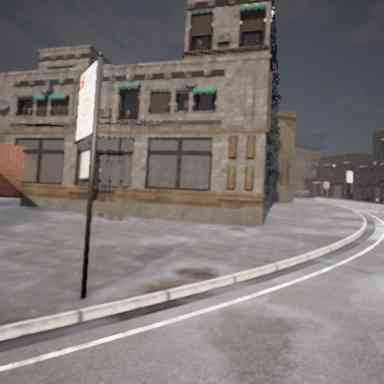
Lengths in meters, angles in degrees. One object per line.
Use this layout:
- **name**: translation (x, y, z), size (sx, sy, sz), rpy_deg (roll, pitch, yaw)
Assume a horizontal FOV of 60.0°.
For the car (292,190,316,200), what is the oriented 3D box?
- **car**: translation (18.015, 0.365, 54.095), size (2.033, 1.411, 5.357), rpy_deg (4, 2, -12)
